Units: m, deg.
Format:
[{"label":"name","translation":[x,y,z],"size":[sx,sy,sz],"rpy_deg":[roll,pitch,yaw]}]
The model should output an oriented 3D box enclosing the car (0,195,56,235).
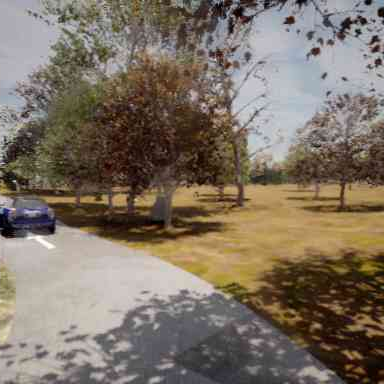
[{"label":"car","translation":[-8.454,0.967,16.740],"size":[2.097,1.767,4.553],"rpy_deg":[-1,3,-36]}]
